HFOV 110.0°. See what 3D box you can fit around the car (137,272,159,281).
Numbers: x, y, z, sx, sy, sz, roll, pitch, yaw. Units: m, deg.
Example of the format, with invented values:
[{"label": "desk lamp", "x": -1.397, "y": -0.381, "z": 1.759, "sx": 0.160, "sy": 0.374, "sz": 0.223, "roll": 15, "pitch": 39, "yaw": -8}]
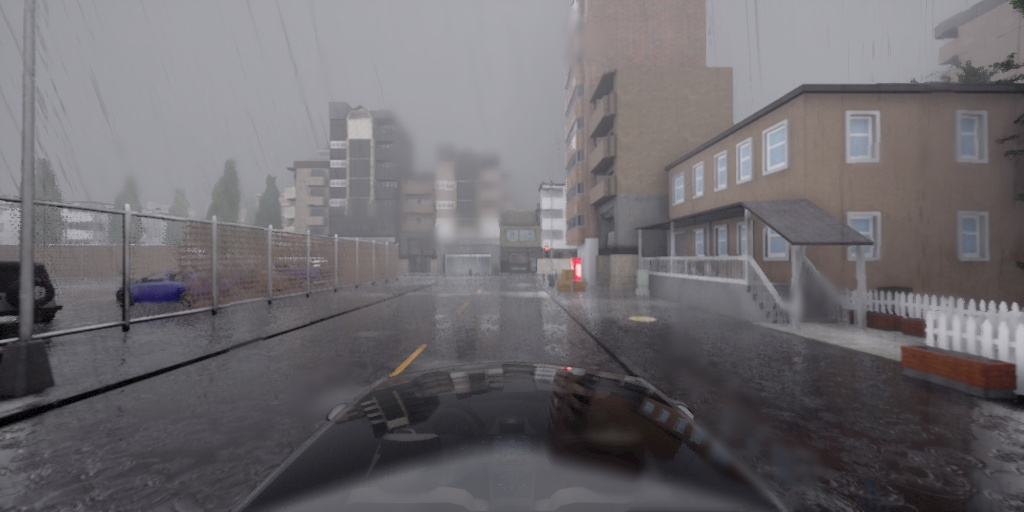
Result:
[{"label": "car", "x": -40.303, "y": 1.609, "z": 37.402, "sx": 4.674, "sy": 1.442, "sz": 1.812, "roll": 0, "pitch": -1, "yaw": 0}]
